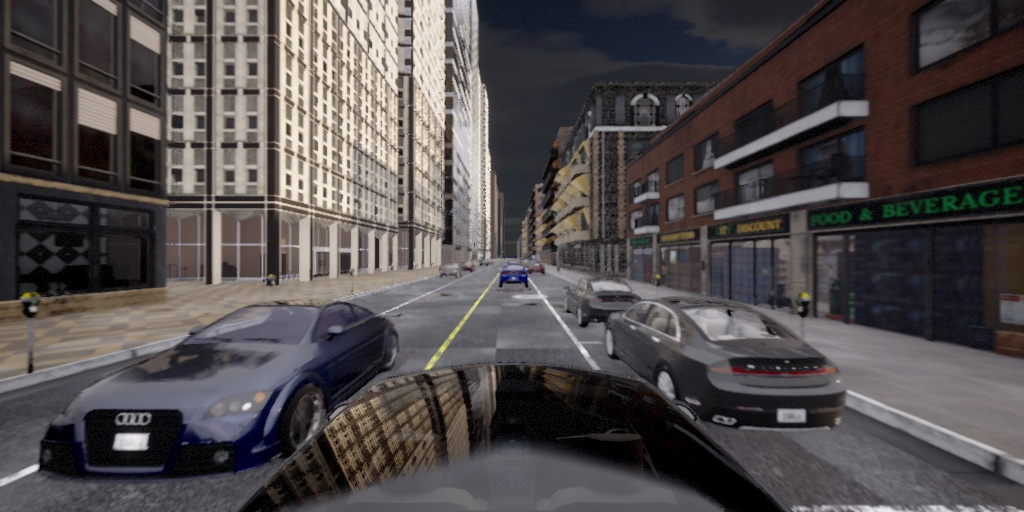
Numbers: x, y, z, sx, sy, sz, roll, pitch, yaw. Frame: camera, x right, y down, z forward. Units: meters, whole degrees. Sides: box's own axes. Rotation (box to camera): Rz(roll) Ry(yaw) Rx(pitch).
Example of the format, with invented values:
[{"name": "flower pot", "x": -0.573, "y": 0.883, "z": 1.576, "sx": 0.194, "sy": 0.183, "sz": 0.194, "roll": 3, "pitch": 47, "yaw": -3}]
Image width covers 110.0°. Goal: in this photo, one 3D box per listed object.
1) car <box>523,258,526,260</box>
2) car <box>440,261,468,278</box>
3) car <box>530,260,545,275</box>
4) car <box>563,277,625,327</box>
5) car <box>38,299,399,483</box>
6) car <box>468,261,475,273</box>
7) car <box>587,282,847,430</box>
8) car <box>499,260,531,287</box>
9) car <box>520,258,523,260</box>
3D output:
[{"name": "car", "x": 2.709, "y": 1.240, "z": 45.174, "sx": 1.967, "sy": 1.591, "sz": 4.097, "roll": 0, "pitch": 0, "yaw": 0}, {"name": "car", "x": -5.675, "y": 1.336, "z": 33.880, "sx": 2.007, "sy": 1.370, "sz": 4.403, "roll": 0, "pitch": 0, "yaw": 0}, {"name": "car", "x": 2.707, "y": 1.374, "z": 39.526, "sx": 1.802, "sy": 1.307, "sz": 4.207, "roll": 0, "pitch": 0, "yaw": 0}, {"name": "car", "x": 2.695, "y": 1.309, "z": 11.283, "sx": 2.007, "sy": 1.370, "sz": 4.403, "roll": 0, "pitch": 0, "yaw": 0}, {"name": "car", "x": -3.059, "y": 1.318, "z": 4.888, "sx": 1.994, "sy": 1.385, "sz": 4.181, "roll": 0, "pitch": 0, "yaw": 0}, {"name": "car", "x": -5.671, "y": 1.346, "z": 45.178, "sx": 1.888, "sy": 1.381, "sz": 4.507, "roll": 0, "pitch": 0, "yaw": 0}, {"name": "car", "x": 2.692, "y": 1.304, "z": 5.635, "sx": 2.007, "sy": 1.370, "sz": 4.403, "roll": 0, "pitch": 0, "yaw": 0}, {"name": "car", "x": 0.112, "y": 1.251, "z": 25.019, "sx": 1.882, "sy": 1.535, "sz": 5.008, "roll": 0, "pitch": 0, "yaw": 0}, {"name": "car", "x": 0.120, "y": 1.283, "z": 48.612, "sx": 1.882, "sy": 1.535, "sz": 5.008, "roll": 0, "pitch": 0, "yaw": 0}]
